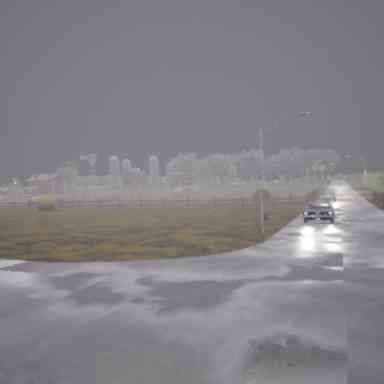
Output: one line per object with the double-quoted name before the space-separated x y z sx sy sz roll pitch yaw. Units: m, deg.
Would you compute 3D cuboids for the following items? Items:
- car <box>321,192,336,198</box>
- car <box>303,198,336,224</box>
"car" 19.056 0.626 46.329 1.895 1.301 4.718 -3 1 24
"car" 8.746 1.357 22.824 1.895 1.301 4.718 -3 0 24
